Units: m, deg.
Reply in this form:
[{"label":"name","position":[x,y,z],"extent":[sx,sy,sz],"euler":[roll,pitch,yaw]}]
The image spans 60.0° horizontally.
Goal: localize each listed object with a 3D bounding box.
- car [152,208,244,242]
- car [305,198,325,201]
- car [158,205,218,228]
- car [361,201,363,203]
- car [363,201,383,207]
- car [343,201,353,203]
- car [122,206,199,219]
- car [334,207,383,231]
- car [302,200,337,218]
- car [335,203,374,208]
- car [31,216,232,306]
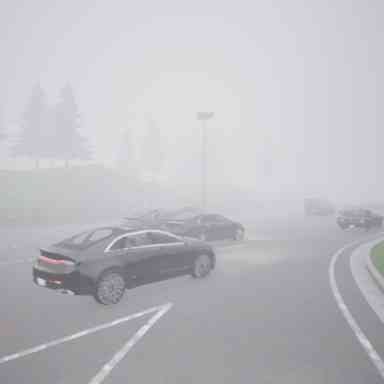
[{"label":"car","position":[0.653,1.702,15.919],"extent":[1.837,1.490,4.892],"euler":[0,-1,42]},{"label":"car","position":[16.762,1.839,44.532],"extent":[2.150,2.045,5.566],"euler":[0,-1,42]},{"label":"car","position":[-0.191,1.814,25.494],"extent":[1.837,1.490,4.892],"euler":[0,-1,42]},{"label":"car","position":[32.852,2.452,62.727],"extent":[2.033,1.411,5.357],"euler":[0,-1,42]},{"label":"car","position":[29.976,2.270,54.106],"extent":[1.882,1.535,5.008],"euler":[0,-1,42]},{"label":"car","position":[30.723,2.460,65.621],"extent":[1.812,1.442,4.674],"euler":[0,-1,42]},{"label":"car","position":[-1.685,1.709,18.554],"extent":[2.128,1.511,4.902],"euler":[0,-1,42]},{"label":"car","position":[11.852,1.938,23.230],"extent":[1.895,1.301,4.718],"euler":[0,-1,42]},{"label":"car","position":[13.940,1.994,36.101],"extent":[2.128,1.511,4.902],"euler":[0,-1,42]},{"label":"car","position":[16.652,2.088,33.882],"extent":[1.895,1.301,4.718],"euler":[0,-1,42]},{"label":"car","position":[-1.367,1.589,8.387],"extent":[2.128,1.511,4.902],"euler":[0,-1,42]}]
